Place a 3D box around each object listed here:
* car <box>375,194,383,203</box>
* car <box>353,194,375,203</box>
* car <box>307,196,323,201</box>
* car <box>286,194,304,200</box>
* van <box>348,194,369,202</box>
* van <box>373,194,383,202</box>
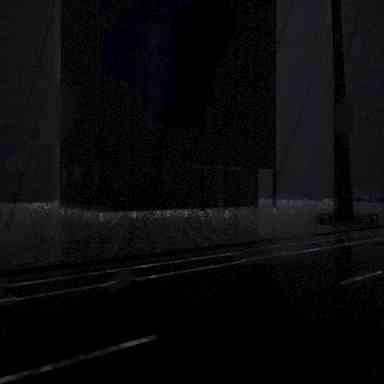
[{"bbox_3d":[38.174,1.305,62.720,2.192,1.841,5.009,0,0,-36],"label":"car"},{"bbox_3d":[34.875,1.568,67.340,1.802,1.307,4.206,0,0,-36],"label":"car"},{"bbox_3d":[31.917,1.592,86.157,1.802,1.307,4.206,0,0,-36],"label":"car"},{"bbox_3d":[28.618,1.593,90.778,1.802,1.307,4.206,0,0,-36],"label":"car"},{"bbox_3d":[38.515,1.353,76.916,1.690,1.788,3.998,0,0,-36],"label":"van"},{"bbox_3d":[41.813,1.356,72.295,1.690,1.788,3.998,0,0,-36],"label":"van"}]
